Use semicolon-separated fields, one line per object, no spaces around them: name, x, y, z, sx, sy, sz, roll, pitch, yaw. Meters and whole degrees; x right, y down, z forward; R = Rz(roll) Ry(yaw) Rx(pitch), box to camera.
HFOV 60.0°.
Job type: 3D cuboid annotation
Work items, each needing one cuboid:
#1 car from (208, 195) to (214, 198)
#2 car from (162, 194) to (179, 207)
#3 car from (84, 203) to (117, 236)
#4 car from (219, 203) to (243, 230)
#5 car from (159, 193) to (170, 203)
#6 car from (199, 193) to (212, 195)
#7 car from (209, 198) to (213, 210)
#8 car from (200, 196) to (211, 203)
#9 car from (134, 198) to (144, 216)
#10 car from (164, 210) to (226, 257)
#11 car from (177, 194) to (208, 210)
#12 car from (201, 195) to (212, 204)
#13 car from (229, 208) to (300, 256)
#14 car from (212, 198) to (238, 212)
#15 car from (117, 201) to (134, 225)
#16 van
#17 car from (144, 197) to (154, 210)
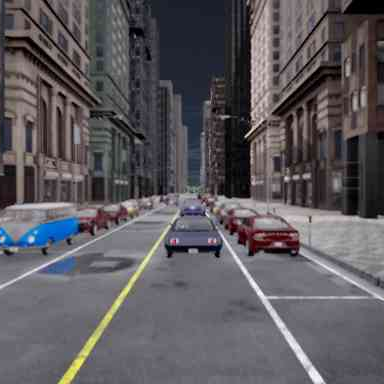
car;2.766;1.515;46.476;1.887;1.381;4.507;0;0;0
car;-3.068;1.457;51.856;2.128;1.511;4.902;0;0;1
car;-5.763;1.533;18.459;1.887;1.381;4.507;0;0;0
car;2.763;1.533;18.467;1.887;1.381;4.507;0;0;0
car;-5.757;1.504;68.878;1.887;1.381;4.507;0;0;0
car;2.766;1.279;57.679;2.192;1.841;5.009;0;0;0
car;2.764;1.506;29.840;1.752;1.417;4.829;0;0;0
car;2.769;1.525;68.883;1.947;1.339;4.313;0;0;0
car;-5.761;1.506;29.493;1.752;1.417;4.829;0;0;0
car;0.065;1.592;12.838;1.895;1.301;4.718;0;0;0
car;0.073;1.332;28.990;2.097;1.767;4.553;0;0;0
car;2.768;1.402;63.281;1.967;1.590;4.097;0;0;0
car;2.762;1.536;12.865;1.887;1.381;4.507;0;0;0
car;2.763;1.425;24.069;1.967;1.590;4.097;0;0;0
car;-5.762;1.529;24.061;1.887;1.381;4.507;0;0;0
van;-5.764;1.332;12.857;1.690;1.788;3.998;0;0;0
car;-5.760;1.414;40.868;1.967;1.590;4.097;0;0;0
